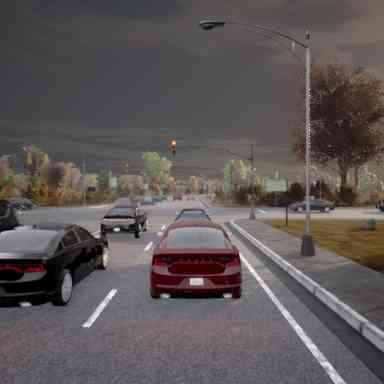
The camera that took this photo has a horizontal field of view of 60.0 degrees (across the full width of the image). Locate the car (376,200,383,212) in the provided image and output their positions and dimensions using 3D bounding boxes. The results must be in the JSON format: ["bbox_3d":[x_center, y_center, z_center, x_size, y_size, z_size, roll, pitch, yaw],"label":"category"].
[{"bbox_3d":[23.265,1.210,36.401,5.566,2.045,2.150,0,0,3],"label":"car"}]

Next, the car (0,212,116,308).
[{"bbox_3d":[-3.422,1.477,8.041,1.882,1.535,5.008,0,0,0],"label":"car"}]

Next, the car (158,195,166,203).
[{"bbox_3d":[-7.214,1.538,69.231,2.033,1.411,5.357,0,0,0],"label":"car"}]

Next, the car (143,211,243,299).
[{"bbox_3d":[0.076,1.477,8.518,1.882,1.535,5.008,0,0,0],"label":"car"}]

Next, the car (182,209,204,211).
[{"bbox_3d":[0.049,1.563,17.507,1.994,1.385,4.181,0,0,0],"label":"car"}]

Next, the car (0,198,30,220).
[{"bbox_3d":[-7.125,1.221,9.497,2.150,2.045,5.566,0,0,0],"label":"car"}]

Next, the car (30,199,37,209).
[{"bbox_3d":[-22.290,1.503,42.156,4.892,1.490,1.837,0,1,3],"label":"car"}]

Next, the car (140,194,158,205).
[{"bbox_3d":[-7.259,1.524,55.345,1.812,1.442,4.674,0,1,0],"label":"car"}]

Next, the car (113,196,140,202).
[{"bbox_3d":[-7.208,1.350,35.435,2.097,1.767,4.553,0,0,0],"label":"car"}]

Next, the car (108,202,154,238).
[{"bbox_3d":[-3.445,1.491,17.527,2.128,1.511,4.902,0,0,-1],"label":"car"}]

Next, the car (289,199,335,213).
[{"bbox_3d":[13.267,1.503,36.912,4.892,1.490,1.837,0,0,3],"label":"car"}]

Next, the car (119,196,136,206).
[{"bbox_3d":[-10.754,1.475,55.825,1.882,1.535,5.008,0,0,0],"label":"car"}]

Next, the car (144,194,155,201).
[{"bbox_3d":[-10.759,1.352,84.315,2.097,1.767,4.553,0,0,0],"label":"car"}]

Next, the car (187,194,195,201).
[{"bbox_3d":[-0.262,1.345,85.711,2.097,1.767,4.553,0,0,0],"label":"car"}]

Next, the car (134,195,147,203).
[{"bbox_3d":[-10.715,1.497,69.582,1.837,1.490,4.892,0,0,0],"label":"car"}]

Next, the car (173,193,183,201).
[{"bbox_3d":[-3.761,1.214,85.344,2.150,2.045,5.566,0,0,0],"label":"car"}]
